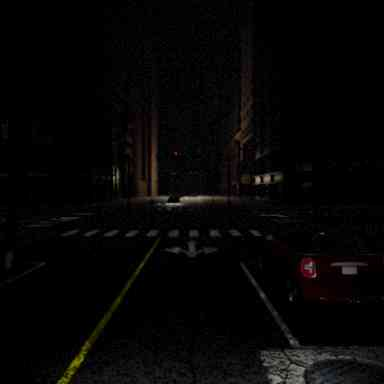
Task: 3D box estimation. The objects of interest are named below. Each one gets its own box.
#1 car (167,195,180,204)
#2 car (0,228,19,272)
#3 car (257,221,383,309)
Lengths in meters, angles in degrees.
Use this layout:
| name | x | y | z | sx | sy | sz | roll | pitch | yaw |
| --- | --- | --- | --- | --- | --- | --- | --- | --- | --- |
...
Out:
| name | x | y | z | sx | sy | sz | roll | pitch | yaw |
| --- | --- | --- | --- | --- | --- | --- | --- | --- | --- |
| car | -2.996 | 1.220 | 55.405 | 1.994 | 1.385 | 4.181 | 0 | 1 | 0 |
| car | -5.764 | 1.497 | 7.762 | 2.008 | 1.369 | 4.403 | 0 | 0 | 0 |
| car | 2.760 | 1.387 | 7.761 | 1.967 | 1.590 | 4.097 | 0 | 0 | 0 |
